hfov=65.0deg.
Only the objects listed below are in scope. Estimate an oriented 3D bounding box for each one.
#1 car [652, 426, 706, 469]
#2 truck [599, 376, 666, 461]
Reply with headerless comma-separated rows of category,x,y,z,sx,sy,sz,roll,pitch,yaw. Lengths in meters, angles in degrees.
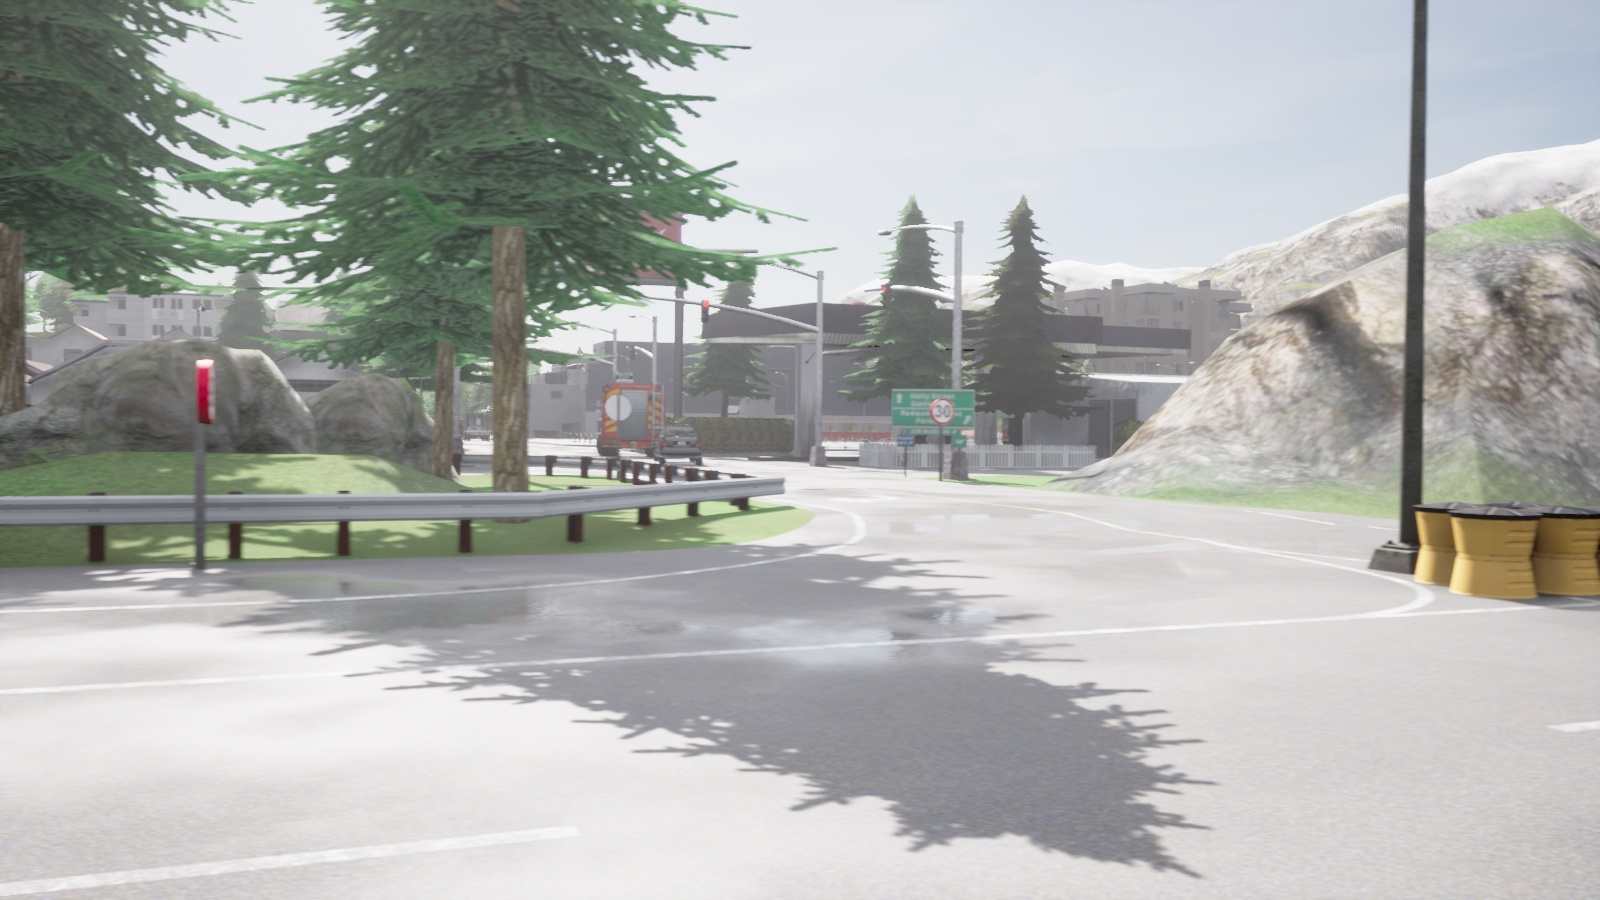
car,-4.840,-0.137,49.809,1.789,1.549,3.705,-1,3,-11
truck,-8.228,-1.407,60.875,2.891,3.827,8.468,0,0,-10
